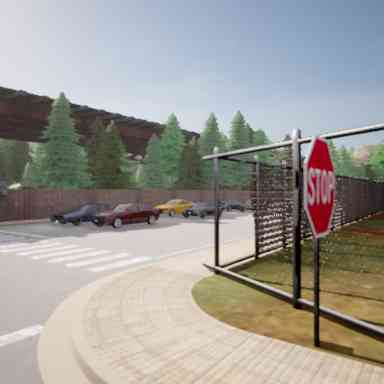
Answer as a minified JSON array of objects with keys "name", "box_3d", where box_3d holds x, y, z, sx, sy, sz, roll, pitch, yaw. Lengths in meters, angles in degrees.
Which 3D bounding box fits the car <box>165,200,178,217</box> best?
[{"name":"car","box_3d":[-1.547,1.478,31.877,1.882,1.535,5.008,0,0,36]}]

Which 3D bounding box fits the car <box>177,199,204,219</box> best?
[{"name":"car","box_3d":[0.983,1.564,29.403,1.994,1.385,4.181,0,0,36]}]

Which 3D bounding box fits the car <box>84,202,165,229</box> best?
[{"name":"car","box_3d":[-4.306,1.478,22.134,1.882,1.535,5.008,0,0,36]}]

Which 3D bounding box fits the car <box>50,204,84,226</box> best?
[{"name":"car","box_3d":[-7.305,1.547,23.961,2.033,1.411,5.357,0,0,36]}]
